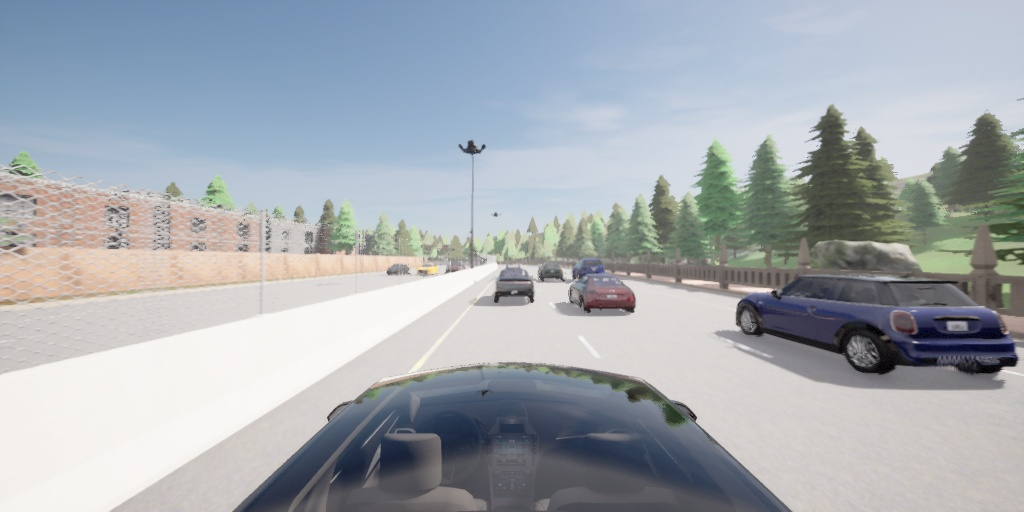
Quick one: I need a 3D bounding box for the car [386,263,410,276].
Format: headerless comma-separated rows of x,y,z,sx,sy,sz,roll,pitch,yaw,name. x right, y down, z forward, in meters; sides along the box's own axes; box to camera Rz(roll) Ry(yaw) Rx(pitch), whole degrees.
-14.086,1.678,44.683,1.837,1.490,4.892,0,-1,0,car

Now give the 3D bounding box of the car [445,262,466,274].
-7.088,1.531,45.424,2.097,1.767,4.553,0,0,0,car

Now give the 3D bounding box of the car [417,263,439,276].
-10.585,1.659,45.508,1.882,1.535,5.008,0,-1,0,car

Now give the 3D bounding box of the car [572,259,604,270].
7.099,1.288,33.715,2.150,2.045,5.566,0,0,0,car

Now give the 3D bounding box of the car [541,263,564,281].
3.599,1.421,34.145,2.097,1.767,4.553,0,-1,0,car

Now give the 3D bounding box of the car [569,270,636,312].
3.600,1.444,14.910,1.994,1.385,4.181,0,-1,0,car

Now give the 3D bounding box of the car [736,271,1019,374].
7.099,1.162,7.839,2.097,1.767,4.553,0,-1,0,car

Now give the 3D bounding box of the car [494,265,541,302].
0.100,1.404,18.073,2.128,1.511,4.902,0,0,0,car
